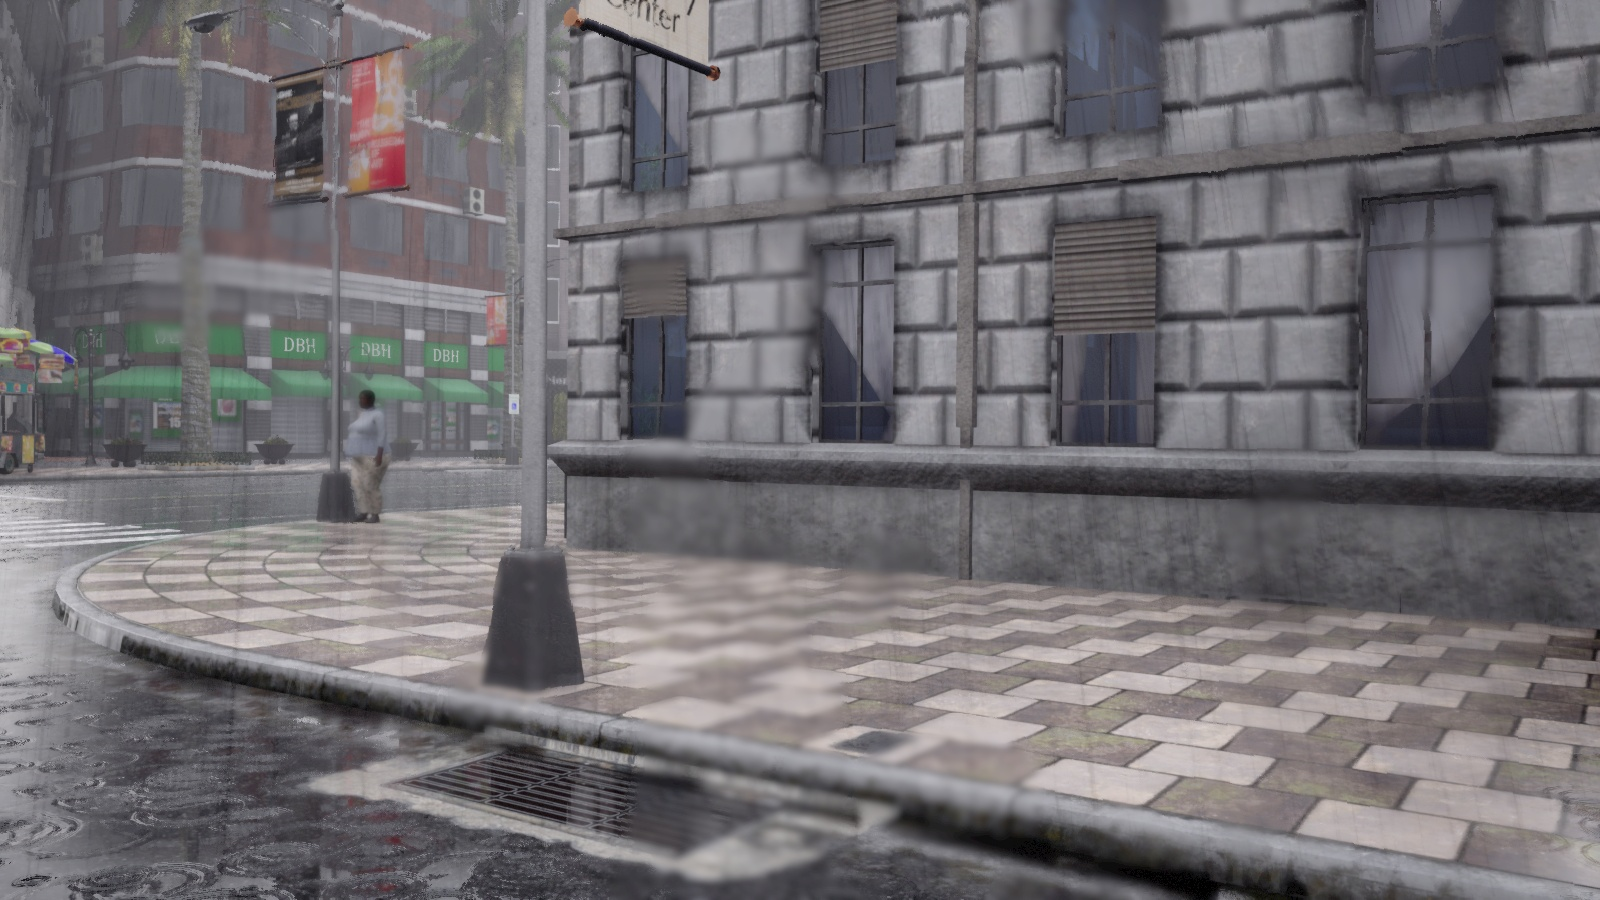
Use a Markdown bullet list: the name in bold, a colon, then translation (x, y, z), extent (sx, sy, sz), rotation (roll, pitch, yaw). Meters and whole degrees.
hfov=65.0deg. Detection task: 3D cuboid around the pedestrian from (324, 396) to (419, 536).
- **pedestrian**: translation (-5.903, 0.205, 17.316), extent (0.874, 1.855, 0.900), rotation (0, 1, 42)
